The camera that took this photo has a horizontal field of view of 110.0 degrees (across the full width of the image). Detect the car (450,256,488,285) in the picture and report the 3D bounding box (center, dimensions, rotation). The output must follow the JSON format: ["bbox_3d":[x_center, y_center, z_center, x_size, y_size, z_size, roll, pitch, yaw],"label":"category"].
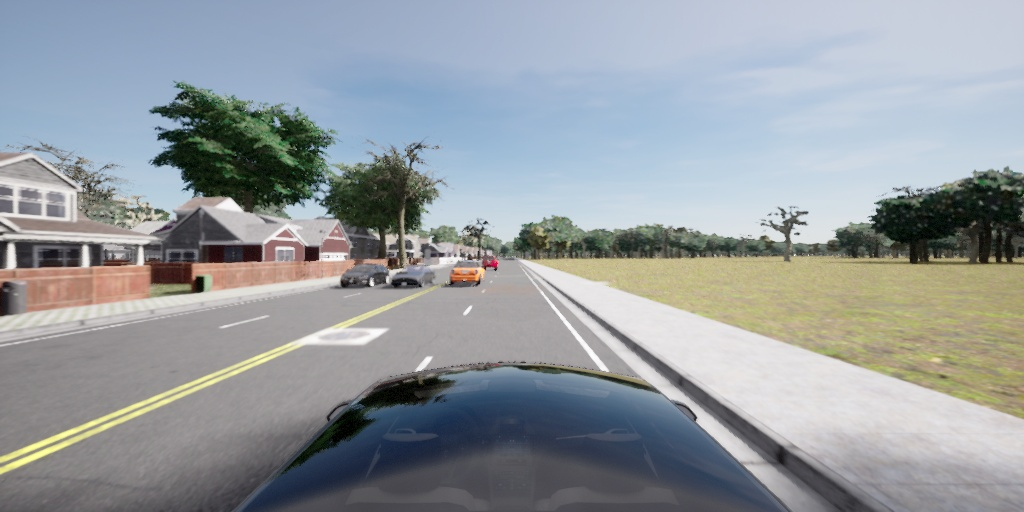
[{"bbox_3d":[-3.139,1.106,25.989,2.097,1.767,4.553,0,0,0],"label":"car"}]

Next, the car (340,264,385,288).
[{"bbox_3d":[-9.742,1.278,24.127,1.837,1.490,4.892,0,0,0],"label":"car"}]

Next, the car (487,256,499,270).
[{"bbox_3d":[-3.130,0.980,51.592,2.150,2.045,5.566,0,0,0],"label":"car"}]

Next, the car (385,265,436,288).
[{"bbox_3d":[-6.491,1.305,24.247,2.033,1.411,5.357,0,0,0],"label":"car"}]
